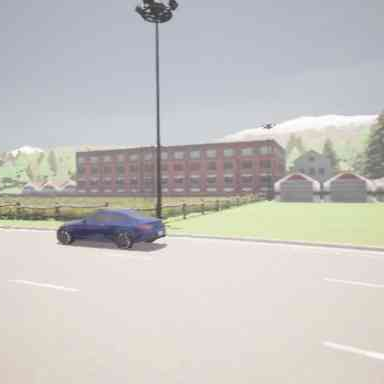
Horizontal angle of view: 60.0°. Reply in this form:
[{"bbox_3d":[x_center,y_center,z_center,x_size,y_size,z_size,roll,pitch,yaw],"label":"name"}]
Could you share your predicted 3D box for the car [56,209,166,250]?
[{"bbox_3d":[-3.302,1.408,13.490,4.674,1.442,1.812,0,1,24],"label":"car"}]
